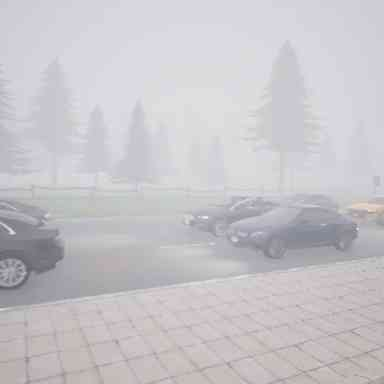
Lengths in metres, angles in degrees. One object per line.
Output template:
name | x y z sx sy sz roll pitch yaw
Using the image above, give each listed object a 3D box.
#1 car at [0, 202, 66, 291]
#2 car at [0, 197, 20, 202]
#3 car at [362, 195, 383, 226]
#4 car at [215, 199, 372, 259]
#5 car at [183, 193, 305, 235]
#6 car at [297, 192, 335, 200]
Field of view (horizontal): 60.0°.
car | -5.048 1.071 6.397 4.892 1.490 1.837 1 3 -27
car | -6.599 0.877 9.532 4.902 1.511 2.128 0 3 -27
car | 10.804 0.934 18.463 5.008 1.535 1.882 0 3 -26
car | 3.323 1.124 10.714 4.674 1.442 1.812 0 3 -27
car | 2.004 0.911 13.967 4.902 1.511 2.128 0 3 -27
car | 6.818 0.804 20.282 4.892 1.490 1.837 0 3 -27
